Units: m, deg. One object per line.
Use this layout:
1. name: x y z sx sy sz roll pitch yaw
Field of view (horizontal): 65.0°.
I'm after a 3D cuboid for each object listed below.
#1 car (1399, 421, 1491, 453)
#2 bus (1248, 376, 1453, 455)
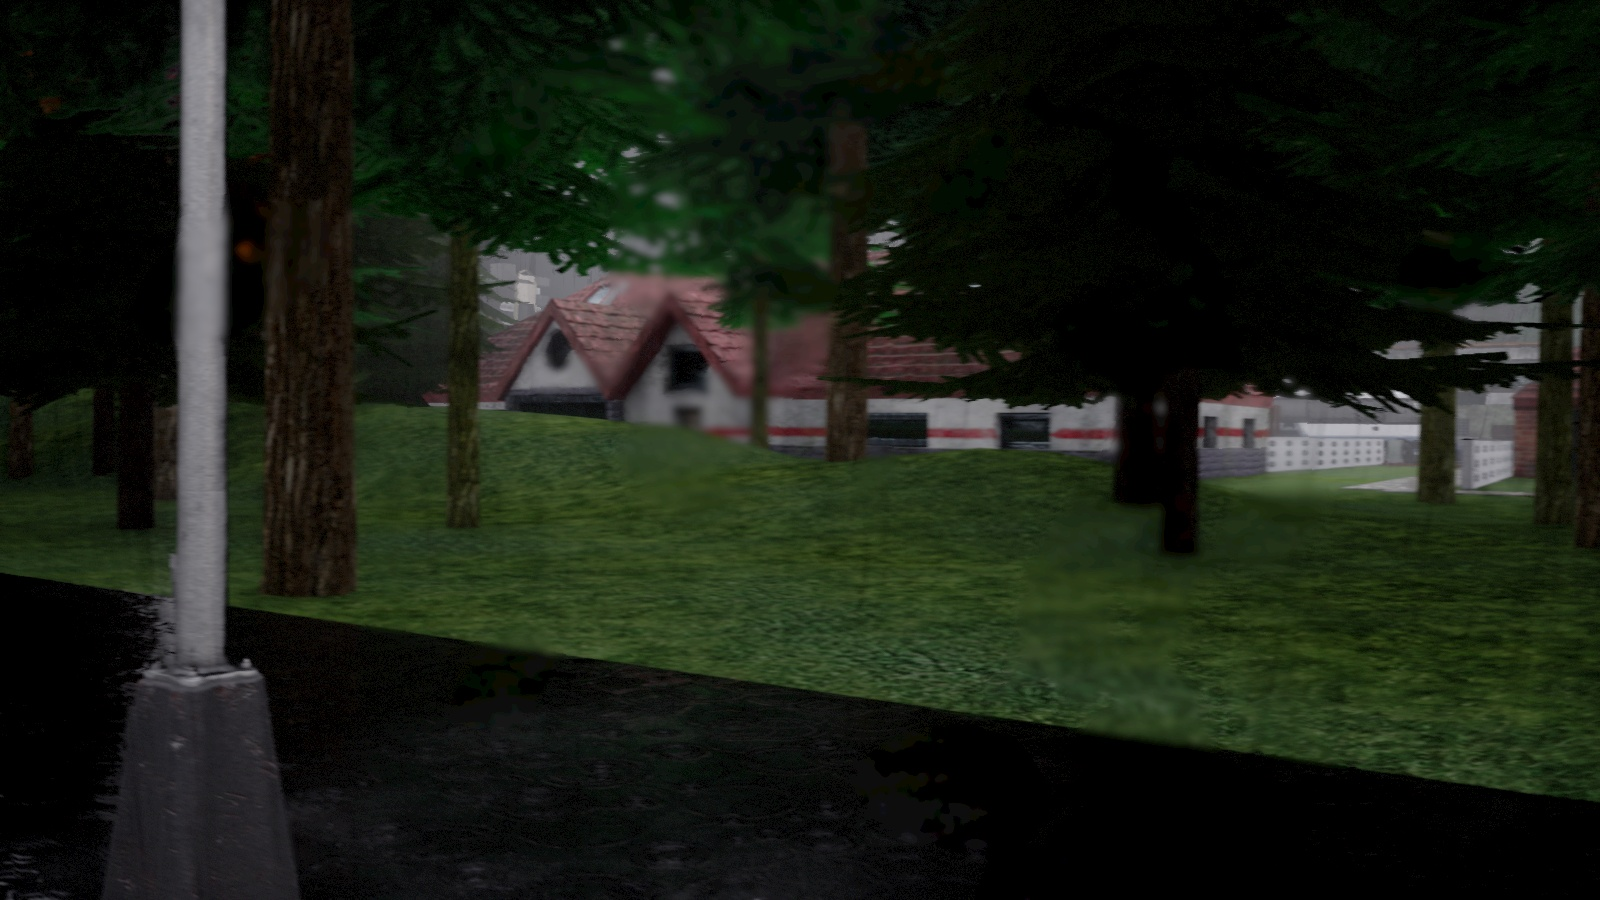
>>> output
1. car: 37.529 -0.748 73.131 4.553 1.767 2.097 0 1 34
2. bus: 31.581 -1.917 72.253 10.273 4.253 3.944 0 1 34
